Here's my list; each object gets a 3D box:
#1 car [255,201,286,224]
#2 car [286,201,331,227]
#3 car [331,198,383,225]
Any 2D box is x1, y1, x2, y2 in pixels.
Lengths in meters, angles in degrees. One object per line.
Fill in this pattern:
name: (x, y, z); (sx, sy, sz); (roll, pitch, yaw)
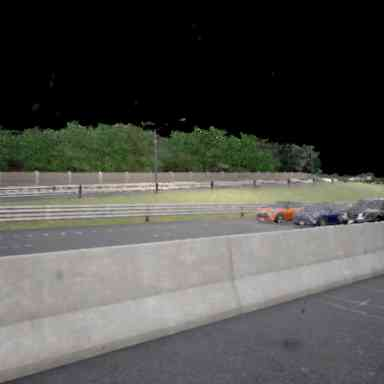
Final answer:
car: (7.080, 1.521, 26.297); (4.553, 1.767, 2.097); (1, 0, -36)
car: (9.155, 1.522, 23.479); (4.553, 1.767, 2.097); (1, 0, -36)
car: (11.444, 1.395, 20.814); (5.566, 2.045, 2.150); (1, 0, -36)
